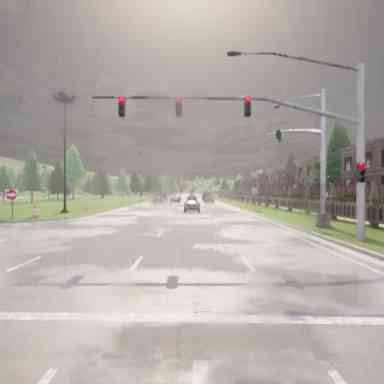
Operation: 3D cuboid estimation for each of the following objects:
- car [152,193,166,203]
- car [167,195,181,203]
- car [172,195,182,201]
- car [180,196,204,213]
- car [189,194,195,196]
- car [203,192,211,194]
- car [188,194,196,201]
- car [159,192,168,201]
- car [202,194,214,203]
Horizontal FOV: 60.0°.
[{"bbox_3d":[-6.988,1.520,68.613,1.812,1.442,4.674,0,0,0],"label":"car"},{"bbox_3d":[-3.488,1.558,68.612,1.994,1.385,4.181,0,0,0],"label":"car"},{"bbox_3d":[-3.486,1.366,78.615,2.033,1.411,5.357,0,0,0],"label":"car"},{"bbox_3d":[0.007,1.544,37.582,2.033,1.411,5.357,0,0,0],"label":"car"},{"bbox_3d":[0.012,1.346,68.581,2.097,1.767,4.553,0,0,0],"label":"car"},{"bbox_3d":[3.514,1.051,78.644,2.150,2.045,5.566,0,0,0],"label":"car"},{"bbox_3d":[0.014,1.326,78.615,1.837,1.490,4.892,0,0,0],"label":"car"},{"bbox_3d":[-6.986,1.051,78.646,2.150,2.045,5.566,0,0,0],"label":"car"},{"bbox_3d":[3.512,1.595,68.641,1.895,1.301,4.718,0,0,0],"label":"car"}]
